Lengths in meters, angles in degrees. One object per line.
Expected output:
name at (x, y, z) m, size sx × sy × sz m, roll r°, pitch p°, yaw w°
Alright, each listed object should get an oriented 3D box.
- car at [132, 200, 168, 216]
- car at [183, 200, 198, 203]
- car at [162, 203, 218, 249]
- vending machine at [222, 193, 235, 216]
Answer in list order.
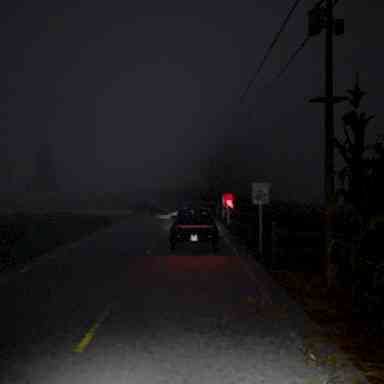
car at (-4.089, 1.474, 32.669) m, size 1.812 × 1.442 × 4.674 m, roll 2°, pitch -1°, yaw -45°
car at (-0.106, 1.477, 30.560) m, size 1.812 × 1.442 × 4.674 m, roll 0°, pitch 0°, yaw -4°
car at (0.085, 1.469, 14.441) m, size 2.128 × 1.511 × 4.902 m, roll 0°, pitch 0°, yaw 0°
vending machine at (3.353, 1.147, 30.710) m, size 1.100 × 2.100 × 0.880 m, roll 0°, pitch 0°, yaw -1°
